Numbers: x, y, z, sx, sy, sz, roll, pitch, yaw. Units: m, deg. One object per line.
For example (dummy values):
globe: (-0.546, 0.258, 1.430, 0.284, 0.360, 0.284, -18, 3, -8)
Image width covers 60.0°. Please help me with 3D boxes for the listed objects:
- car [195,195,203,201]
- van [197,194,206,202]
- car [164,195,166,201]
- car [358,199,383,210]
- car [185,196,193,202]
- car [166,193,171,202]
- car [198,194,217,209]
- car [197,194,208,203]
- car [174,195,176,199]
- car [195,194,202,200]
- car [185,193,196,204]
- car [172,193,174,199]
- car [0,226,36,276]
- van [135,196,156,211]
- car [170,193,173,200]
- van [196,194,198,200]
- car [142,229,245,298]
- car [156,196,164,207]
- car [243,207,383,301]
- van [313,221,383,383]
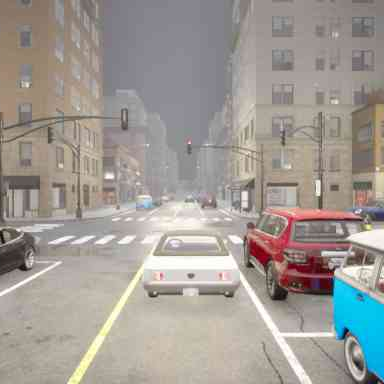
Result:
car: (1.857, 1.510, 89.057, 1.752, 1.417, 4.829, 0, 0, -1)
van: (2.023, 1.330, 72.670, 1.690, 1.788, 3.998, 0, 0, -1)
car: (-5.911, 1.537, 56.376, 1.887, 1.381, 4.507, 0, 0, -1)
car: (13.089, 1.286, 23.239, 4.553, 1.767, 2.097, 0, 0, -1)
car: (-0.682, 1.584, 75.439, 1.895, 1.301, 4.718, 0, 0, -1)
car: (-6.054, 1.514, 72.425, 1.752, 1.417, 4.829, 0, 0, -1)
car: (2.297, 1.310, 45.639, 2.192, 1.841, 5.009, 0, 0, -1)
car: (2.078, 1.305, 67.264, 2.192, 1.841, 5.009, 0, 0, -1)
car: (-6.201, 1.300, 88.812, 2.192, 1.841, 5.009, 0, 0, -1)
car: (1.804, 1.424, 94.293, 1.967, 1.590, 4.097, 0, 0, -1)
car: (-0.481, 1.482, 65.075, 2.128, 1.511, 4.902, 0, 0, -1)
car: (-6.152, 1.552, 83.406, 1.947, 1.339, 4.313, 0, 0, -1)
car: (-5.452, 1.566, 8.195, 1.947, 1.339, 4.313, 0, 0, -1)
van: (-5.766, 1.337, 40.158, 1.690, 1.788, 3.998, 0, 0, -1)
car: (-6.104, 1.538, 78.000, 2.008, 1.369, 4.403, 0, 0, -1)
van: (2.132, 1.333, 61.857, 1.690, 1.788, 3.998, 0, 0, -1)
car: (-0.018, 1.601, 8.488, 1.895, 1.301, 4.718, 0, 0, 0)
car: (-5.862, 1.560, 50.970, 1.947, 1.339, 4.313, 0, 0, -1)
car: (2.573, 1.315, 8.269, 2.192, 1.841, 5.009, 0, 0, -1)
van: (2.624, 1.341, 2.758, 1.690, 1.788, 3.998, 0, 0, -1)
